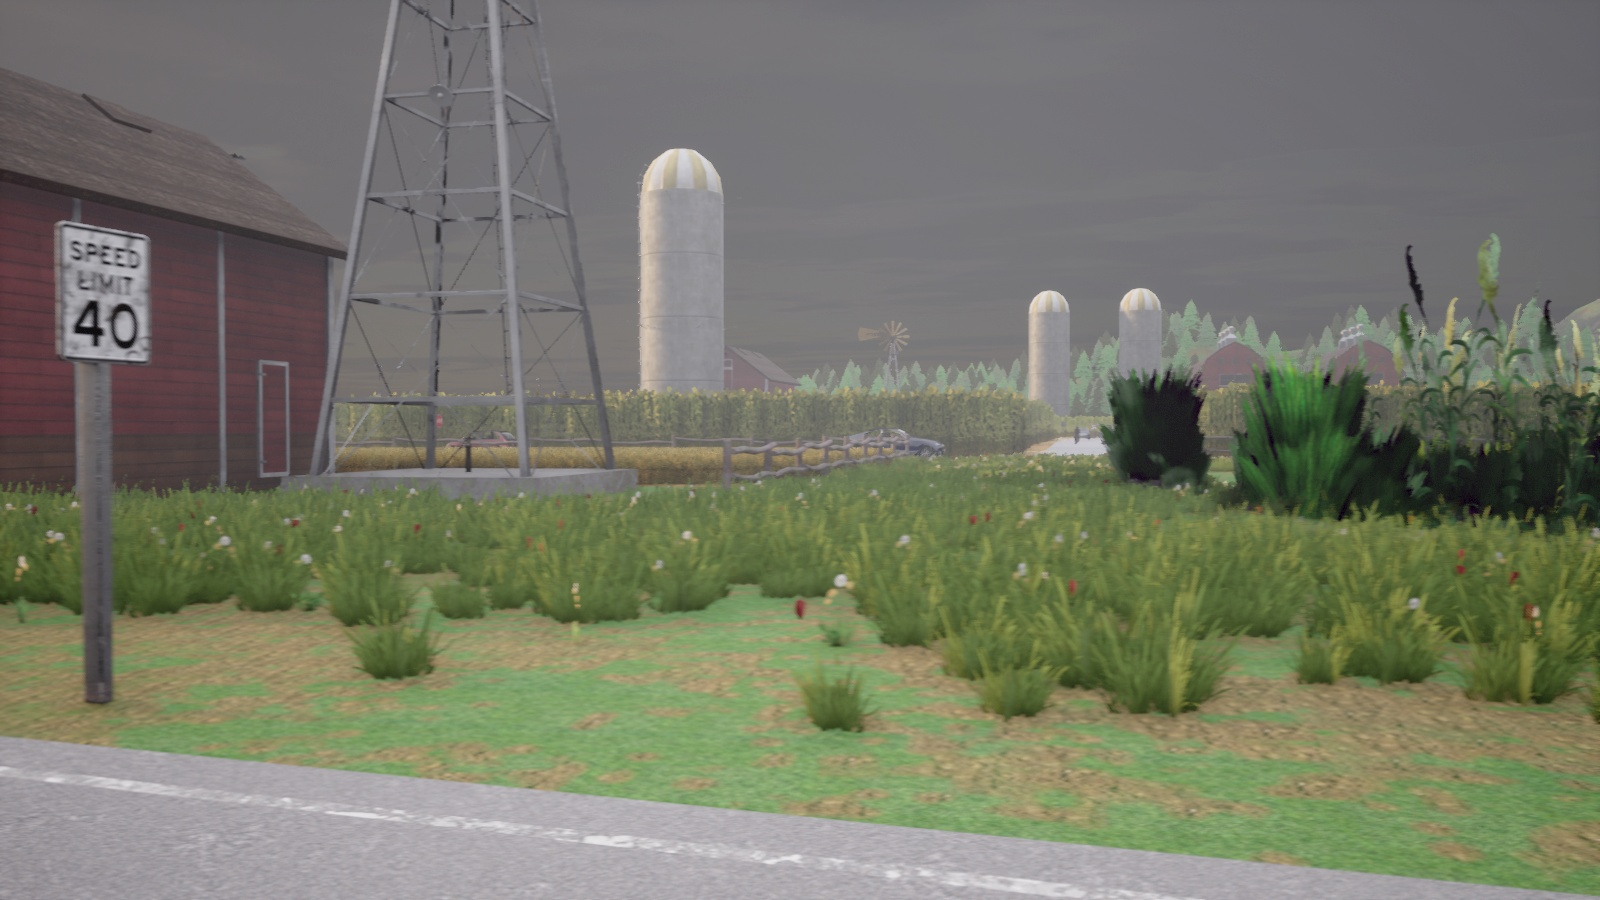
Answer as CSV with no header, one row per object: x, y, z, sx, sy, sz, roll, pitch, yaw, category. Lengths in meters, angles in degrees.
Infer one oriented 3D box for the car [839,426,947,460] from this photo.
4.617,-0.375,62.054,5.027,1.651,2.152,0,1,13,car

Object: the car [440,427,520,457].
-17.935,-0.480,70.428,3.988,1.617,1.851,0,1,13,car
